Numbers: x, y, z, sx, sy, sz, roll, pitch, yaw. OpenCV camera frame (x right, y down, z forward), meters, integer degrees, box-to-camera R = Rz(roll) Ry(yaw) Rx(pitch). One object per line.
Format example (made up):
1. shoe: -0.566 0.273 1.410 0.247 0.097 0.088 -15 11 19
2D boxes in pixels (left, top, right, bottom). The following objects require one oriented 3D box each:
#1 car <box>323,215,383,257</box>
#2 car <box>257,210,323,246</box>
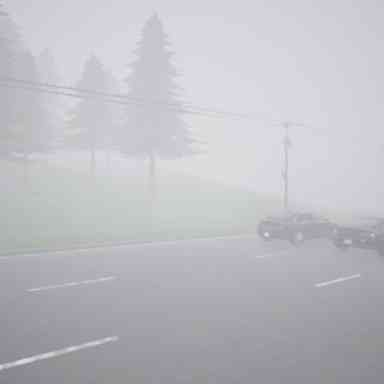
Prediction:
1. car: 7.648 1.676 13.608 4.674 1.442 1.812 0 0 -35
2. car: 5.309 1.654 16.244 4.892 1.490 1.837 0 0 -35
